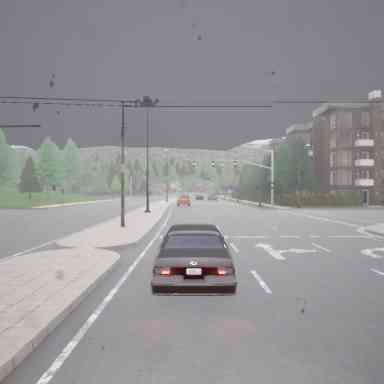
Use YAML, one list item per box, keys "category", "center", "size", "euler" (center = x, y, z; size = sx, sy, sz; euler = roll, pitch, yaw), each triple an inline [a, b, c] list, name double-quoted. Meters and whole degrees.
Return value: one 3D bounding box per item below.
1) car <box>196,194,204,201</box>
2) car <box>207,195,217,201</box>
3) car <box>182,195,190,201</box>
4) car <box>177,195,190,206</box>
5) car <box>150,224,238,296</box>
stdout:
- category: "car"
  center: [1.983, 1.477, 85.406]
  size: [1.882, 1.535, 5.008]
  euler: [0, 0, 0]
- category: "car"
  center: [5.483, 1.539, 85.414]
  size: [2.033, 1.411, 5.357]
  euler: [0, 0, 0]
- category: "car"
  center: [-1.517, 1.523, 85.368]
  size: [1.812, 1.442, 4.674]
  euler: [0, 0, 0]
- category: "car"
  center: [-1.354, 1.352, 54.543]
  size: [2.097, 1.767, 4.553]
  euler: [0, 0, -1]
- category: "car"
  center: [0.043, 1.547, 8.798]
  size: [2.033, 1.411, 5.357]
  euler: [0, 0, 0]
